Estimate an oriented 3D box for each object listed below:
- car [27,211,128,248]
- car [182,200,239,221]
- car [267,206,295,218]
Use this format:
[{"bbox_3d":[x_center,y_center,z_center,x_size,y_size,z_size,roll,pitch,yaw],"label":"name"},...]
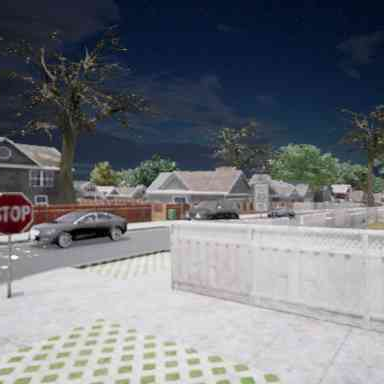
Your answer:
[{"bbox_3d":[-5.315,1.694,16.081,2.128,1.511,4.902,1,0,36],"label":"car"},{"bbox_3d":[1.592,1.634,25.550,2.150,2.045,5.566,1,0,36],"label":"car"},{"bbox_3d":[9.959,2.259,37.004,1.994,1.385,4.181,1,-1,36],"label":"car"}]
